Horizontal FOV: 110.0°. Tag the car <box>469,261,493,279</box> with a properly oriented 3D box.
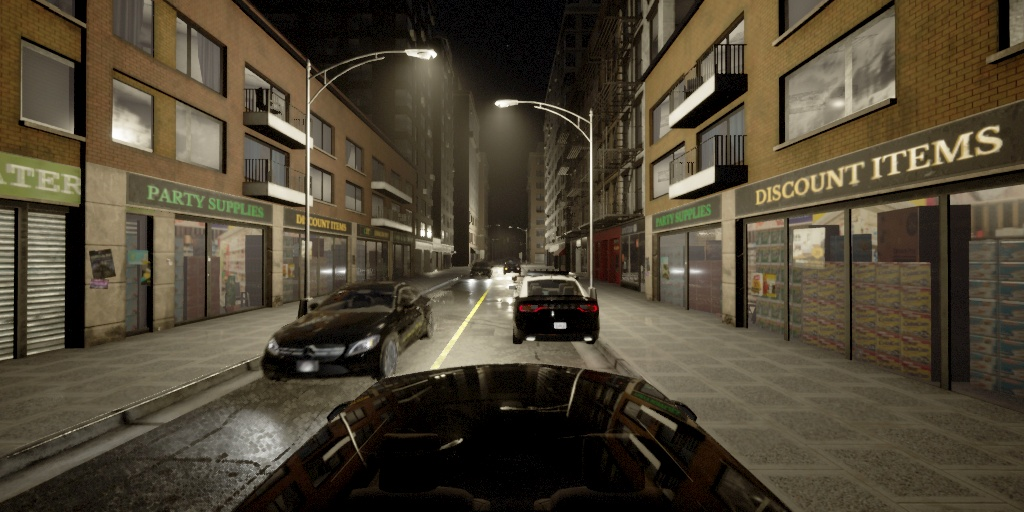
[{"bbox_3d":[-2.791,1.270,32.843,1.837,1.490,4.892,0,0,0],"label":"car"}]

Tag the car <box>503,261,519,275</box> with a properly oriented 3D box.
[{"bbox_3d":[0.028,1.373,39.283,1.895,1.301,4.718,0,0,0],"label":"car"}]

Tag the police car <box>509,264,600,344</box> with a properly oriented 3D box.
[{"bbox_3d":[0.953,1.178,9.702,1.930,1.638,5.238,0,0,0],"label":"police car"}]

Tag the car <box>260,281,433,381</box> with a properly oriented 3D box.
[{"bbox_3d":[-2.855,1.276,7.323,1.812,1.442,4.674,0,0,0],"label":"car"}]
